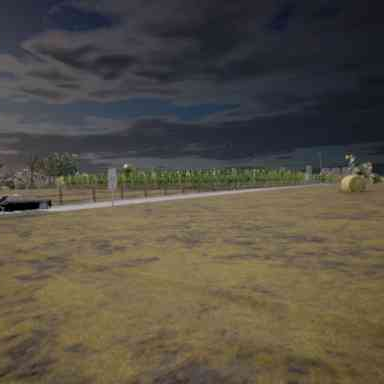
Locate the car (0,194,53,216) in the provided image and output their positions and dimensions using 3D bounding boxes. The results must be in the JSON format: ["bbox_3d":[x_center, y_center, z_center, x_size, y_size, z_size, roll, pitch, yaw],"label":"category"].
[{"bbox_3d":[-12.089,0.820,22.782,1.895,1.301,4.718,-1,2,37],"label":"car"}]
